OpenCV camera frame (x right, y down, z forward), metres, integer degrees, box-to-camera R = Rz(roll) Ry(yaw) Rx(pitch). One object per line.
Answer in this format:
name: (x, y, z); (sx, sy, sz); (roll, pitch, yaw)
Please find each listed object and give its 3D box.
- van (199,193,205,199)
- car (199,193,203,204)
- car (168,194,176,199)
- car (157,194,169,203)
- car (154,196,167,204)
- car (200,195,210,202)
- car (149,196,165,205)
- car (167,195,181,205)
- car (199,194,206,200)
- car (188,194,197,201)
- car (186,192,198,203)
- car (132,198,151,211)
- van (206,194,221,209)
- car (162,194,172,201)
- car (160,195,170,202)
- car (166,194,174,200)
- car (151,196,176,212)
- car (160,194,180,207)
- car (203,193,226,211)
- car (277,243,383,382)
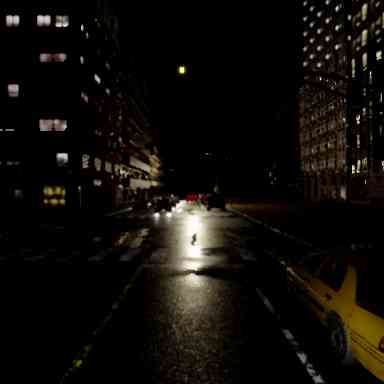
van: (2.731, 1.118, 93.061); (1.690, 1.788, 3.998); (0, 0, 0)
car: (2.715, 1.146, 59.901); (2.192, 1.841, 5.009); (0, 0, 0)
car: (-5.648, 1.321, 93.066); (1.887, 1.381, 4.507); (0, 0, 0)
car: (-5.662, 1.261, 65.433); (1.967, 1.590, 4.097); (0, 0, 0)
car: (-5.664, 1.375, 59.906); (1.887, 1.381, 4.507); (0, 0, 0)
car: (2.721, 1.355, 70.956); (1.887, 1.381, 4.507); (0, 0, 0)
car: (-5.667, 1.392, 54.380); (2.008, 1.369, 4.403); (0, 0, 0)
car: (-3.017, 1.328, 57.028); (2.128, 1.511, 4.902); (0, 0, 1)
car: (2.730, 1.309, 87.706); (1.752, 1.417, 4.829); (0, 0, 0)
car: (0.038, 1.254, 76.991); (2.033, 1.411, 5.357); (0, 0, 0)
car: (0.032, 1.040, 66.603); (2.150, 2.045, 5.566); (0, 0, 0)
car: (-5.675, 1.431, 37.800); (2.008, 1.369, 4.403); (0, 0, 0)
van: (2.707, 1.208, 43.322); (1.690, 1.788, 3.998); (0, 0, 0)
car: (-5.657, 1.241, 76.486); (1.967, 1.590, 4.097); (0, 0, 0)
car: (-5.659, 1.393, 70.960); (1.802, 1.307, 4.206); (0, 0, 0)
car: (-5.651, 1.309, 87.370); (1.752, 1.417, 4.829); (0, 0, 0)
car: (-3.104, 1.431, 36.707); (2.033, 1.411, 5.357); (0, 0, -4)
car: (-3.065, 1.405, 46.835); (2.033, 1.411, 5.357); (0, 0, 0)
car: (2.704, 1.196, 37.796); (2.192, 1.841, 5.009); (0, 0, 0)
car: (2.689, 1.506, 5.554); (1.752, 1.417, 4.829); (0, 0, 0)
